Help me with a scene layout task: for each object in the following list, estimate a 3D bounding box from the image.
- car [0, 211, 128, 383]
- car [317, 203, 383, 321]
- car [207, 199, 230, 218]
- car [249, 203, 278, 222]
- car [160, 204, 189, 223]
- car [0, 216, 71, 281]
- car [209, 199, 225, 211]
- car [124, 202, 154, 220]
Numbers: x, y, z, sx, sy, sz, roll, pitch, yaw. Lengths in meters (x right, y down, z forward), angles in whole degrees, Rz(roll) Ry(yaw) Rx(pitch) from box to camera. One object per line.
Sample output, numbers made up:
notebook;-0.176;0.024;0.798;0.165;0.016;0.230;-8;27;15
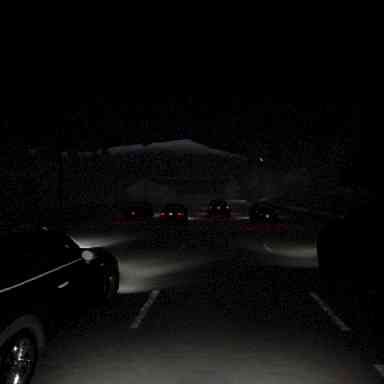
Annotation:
car;-2.757;1.380;5.329;2.097;1.767;4.553;0;0;5
car;4.440;1.227;7.041;2.150;2.045;5.566;0;0;5
car;2.501;1.442;31.607;2.097;1.767;4.553;0;0;3
car;5.720;1.588;26.831;1.812;1.442;4.674;0;0;3
car;-1.332;1.635;26.123;2.033;1.411;5.357;0;0;3
car;-5.826;1.621;10.812;1.994;1.385;4.181;0;0;4
car;3.232;1.690;43.734;1.994;1.385;4.181;0;0;3
car;-4.629;1.589;29.640;1.882;1.535;5.008;0;0;3
